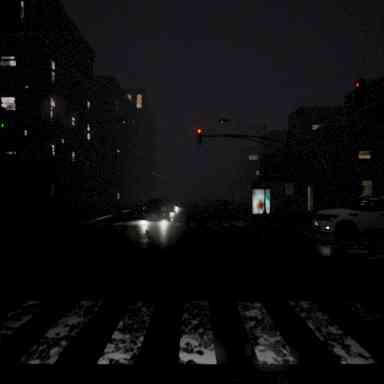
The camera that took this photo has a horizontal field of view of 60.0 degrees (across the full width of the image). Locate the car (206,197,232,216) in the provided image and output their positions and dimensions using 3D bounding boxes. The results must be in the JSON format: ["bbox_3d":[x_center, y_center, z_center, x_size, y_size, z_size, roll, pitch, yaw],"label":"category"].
[{"bbox_3d":[2.704,1.440,31.836,1.967,1.590,4.097,0,0,0],"label":"car"}]

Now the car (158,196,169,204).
[{"bbox_3d":[-5.655,1.554,65.840,1.752,1.417,4.829,0,0,0],"label":"car"}]

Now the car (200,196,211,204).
[{"bbox_3d":[2.726,1.580,66.017,2.008,1.369,4.403,-1,0,0],"label":"car"}]

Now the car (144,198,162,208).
[{"bbox_3d":[-5.665,1.563,48.920,2.008,1.369,4.403,0,0,0],"label":"car"}]

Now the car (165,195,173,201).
[{"bbox_3d":[-5.645,1.578,82.929,1.752,1.417,4.829,-1,0,0],"label":"car"}]

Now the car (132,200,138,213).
[{"bbox_3d":[-5.673,1.555,37.526,2.008,1.369,4.403,0,0,0],"label":"car"}]

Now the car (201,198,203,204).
[{"bbox_3d":[2.715,1.563,48.927,2.008,1.369,4.403,0,0,0],"label":"car"}]

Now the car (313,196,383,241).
[{"bbox_3d":[8.908,1.226,16.217,5.566,2.045,2.150,0,0,4],"label":"car"}]

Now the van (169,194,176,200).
[{"bbox_3d":[-5.639,1.414,94.493,1.690,1.788,3.998,-1,0,0],"label":"van"}]

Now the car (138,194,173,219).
[{"bbox_3d":[-3.081,1.351,29.090,2.097,1.767,4.553,0,0,0],"label":"car"}]

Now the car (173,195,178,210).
[{"bbox_3d":[-3.070,1.483,39.479,1.882,1.535,5.008,0,0,0],"label":"car"}]

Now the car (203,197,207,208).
[{"bbox_3d":[2.712,1.590,43.230,1.802,1.307,4.206,0,0,0],"label":"car"}]
